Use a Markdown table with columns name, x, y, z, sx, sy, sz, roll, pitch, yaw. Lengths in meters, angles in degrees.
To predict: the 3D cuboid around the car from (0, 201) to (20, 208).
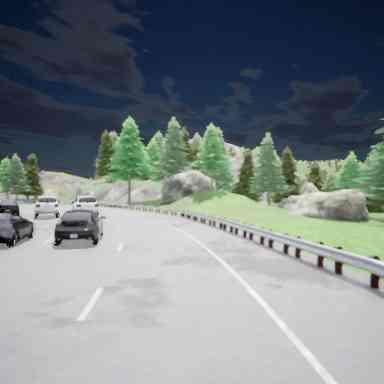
| name | x | y | z | sx | sy | sz | roll | pitch | yaw |
| --- | --- | --- | --- | --- | --- | --- | --- | --- | --- |
| car | -19.541 | 1.748 | 35.575 | 1.882 | 1.535 | 5.008 | 0 | 0 | -27 |

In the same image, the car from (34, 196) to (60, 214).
| name | x | y | z | sx | sy | sz | roll | pitch | yaw |
| --- | --- | --- | --- | --- | --- | --- | --- | --- | --- |
| car | -14.535 | 1.458 | 33.354 | 2.150 | 2.045 | 5.566 | 0 | 0 | -24 |

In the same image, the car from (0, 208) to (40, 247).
| name | x | y | z | sx | sy | sz | roll | pitch | yaw |
| --- | --- | --- | --- | --- | --- | --- | --- | --- | --- |
| car | -8.827 | 1.684 | 15.565 | 1.994 | 1.385 | 4.181 | 0 | 0 | -11 |

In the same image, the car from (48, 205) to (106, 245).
| name | x | y | z | sx | sy | sz | roll | pitch | yaw |
| --- | --- | --- | --- | --- | --- | --- | --- | --- | --- |
| car | -5.396 | 1.612 | 16.259 | 1.837 | 1.490 | 4.892 | 0 | 0 | -11 |

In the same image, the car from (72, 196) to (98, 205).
| name | x | y | z | sx | sy | sz | roll | pitch | yaw |
| --- | --- | --- | --- | --- | --- | --- | --- | --- | --- |
| car | -10.692 | 1.440 | 33.284 | 2.150 | 2.045 | 5.566 | 0 | 0 | -23 |
